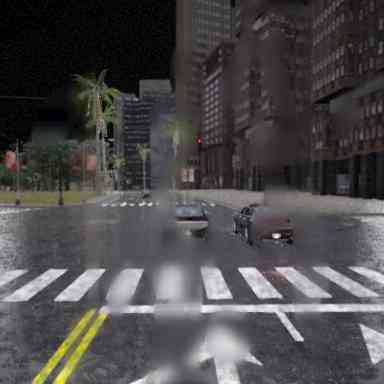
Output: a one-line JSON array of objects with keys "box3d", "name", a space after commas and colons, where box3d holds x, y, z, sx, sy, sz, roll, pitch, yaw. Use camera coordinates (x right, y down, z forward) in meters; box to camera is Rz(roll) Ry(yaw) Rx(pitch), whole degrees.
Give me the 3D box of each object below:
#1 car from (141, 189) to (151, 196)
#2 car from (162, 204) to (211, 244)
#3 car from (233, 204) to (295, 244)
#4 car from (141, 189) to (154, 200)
[{"box3d": [-9.428, 0.036, 68.506, 1.895, 1.301, 4.718, 0, 2, -10], "name": "car"}, {"box3d": [-0.250, 1.279, 14.423, 2.128, 1.511, 4.902, 0, 1, -2], "name": "car"}, {"box3d": [2.994, 1.291, 14.535, 1.837, 1.490, 4.892, 0, 1, -2], "name": "car"}, {"box3d": [-6.979, 0.415, 52.389, 2.033, 1.411, 5.357, 0, 1, -7], "name": "car"}]
